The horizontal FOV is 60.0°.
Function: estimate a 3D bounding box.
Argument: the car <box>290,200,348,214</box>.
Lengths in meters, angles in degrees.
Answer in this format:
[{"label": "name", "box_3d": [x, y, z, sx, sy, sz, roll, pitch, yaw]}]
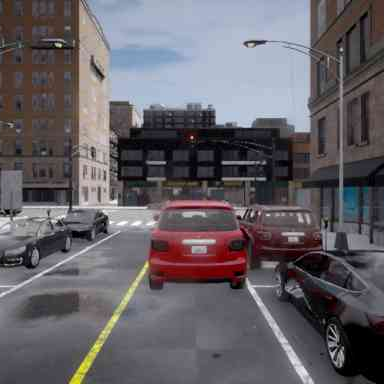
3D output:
[{"label": "car", "box_3d": [13.579, 1.624, 35.778, 5.357, 1.411, 2.033, 0, 0, 0]}]

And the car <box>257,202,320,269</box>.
[{"label": "car", "box_3d": [2.637, 1.315, 11.035, 2.192, 1.841, 5.009, 0, 0, 0]}]

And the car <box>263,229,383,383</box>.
[{"label": "car", "box_3d": [2.636, 1.566, 5.373, 1.947, 1.339, 4.313, 0, 0, 0]}]

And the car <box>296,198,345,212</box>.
[{"label": "car", "box_3d": [15.062, 1.562, 39.036, 5.008, 1.535, 1.882, 0, 0, 0]}]

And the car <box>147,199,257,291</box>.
[{"label": "car", "box_3d": [0.080, 1.221, 9.193, 2.150, 2.045, 5.566, 0, 0, -1]}]

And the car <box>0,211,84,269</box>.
[{"label": "car", "box_3d": [-5.388, 1.551, 11.036, 2.008, 1.369, 4.403, 0, 0, 0]}]

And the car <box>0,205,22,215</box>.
[{"label": "car", "box_3d": [-17.512, 1.524, 28.939, 4.718, 1.301, 1.895, 0, 0, 0]}]

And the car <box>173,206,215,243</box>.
[{"label": "car", "box_3d": [0.092, 1.526, 16.952, 1.812, 1.442, 4.674, 0, 0, 0]}]

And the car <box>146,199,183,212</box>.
[{"label": "car", "box_3d": [-3.176, 1.556, 38.957, 4.181, 1.385, 1.994, 0, 0, 0]}]

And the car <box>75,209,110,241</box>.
[{"label": "car", "box_3d": [-5.387, 1.566, 16.698, 1.947, 1.339, 4.313, 0, 0, 0]}]
